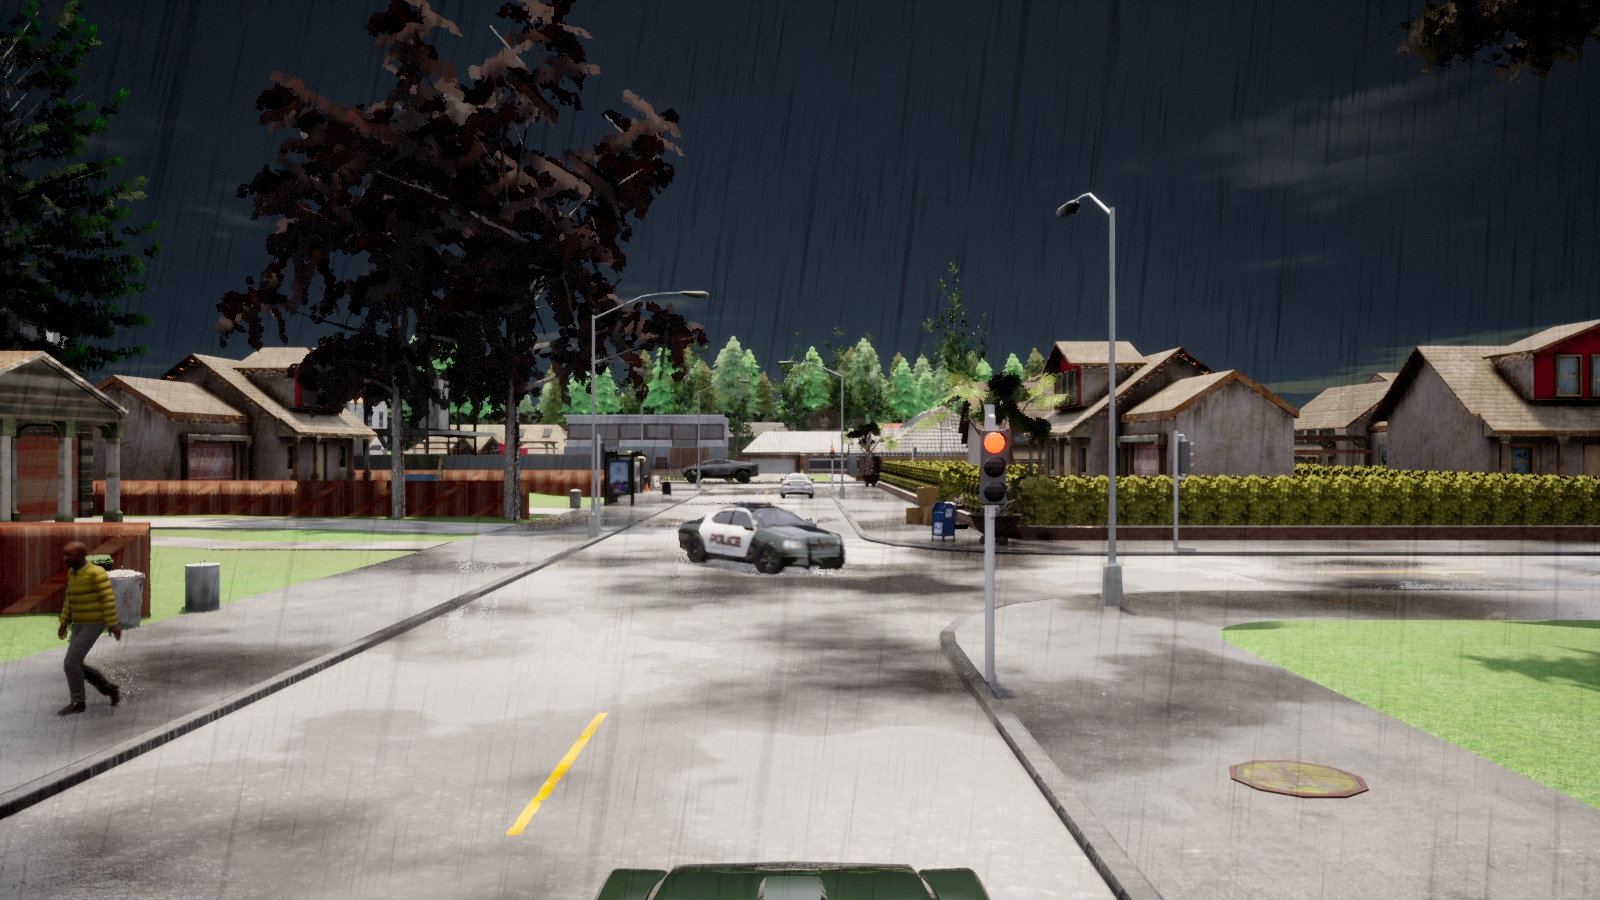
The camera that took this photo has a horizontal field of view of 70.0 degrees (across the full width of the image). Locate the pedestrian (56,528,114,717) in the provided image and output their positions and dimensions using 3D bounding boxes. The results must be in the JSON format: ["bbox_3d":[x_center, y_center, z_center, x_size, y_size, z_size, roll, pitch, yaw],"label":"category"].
[{"bbox_3d":[-7.331,1.746,11.713,0.375,1.860,0.375,0,0,33],"label":"pedestrian"}]

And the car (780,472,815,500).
[{"bbox_3d":[-0.164,2.081,66.907,2.002,1.442,4.674,0,0,0],"label":"car"}]

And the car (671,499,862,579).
[{"bbox_3d":[-0.904,2.038,27.295,2.038,1.542,4.974,1,0,-37],"label":"car"}]

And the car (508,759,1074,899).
[{"bbox_3d":[-0.028,2.155,3.193,1.895,1.301,4.718,0,0,0],"label":"car"}]
